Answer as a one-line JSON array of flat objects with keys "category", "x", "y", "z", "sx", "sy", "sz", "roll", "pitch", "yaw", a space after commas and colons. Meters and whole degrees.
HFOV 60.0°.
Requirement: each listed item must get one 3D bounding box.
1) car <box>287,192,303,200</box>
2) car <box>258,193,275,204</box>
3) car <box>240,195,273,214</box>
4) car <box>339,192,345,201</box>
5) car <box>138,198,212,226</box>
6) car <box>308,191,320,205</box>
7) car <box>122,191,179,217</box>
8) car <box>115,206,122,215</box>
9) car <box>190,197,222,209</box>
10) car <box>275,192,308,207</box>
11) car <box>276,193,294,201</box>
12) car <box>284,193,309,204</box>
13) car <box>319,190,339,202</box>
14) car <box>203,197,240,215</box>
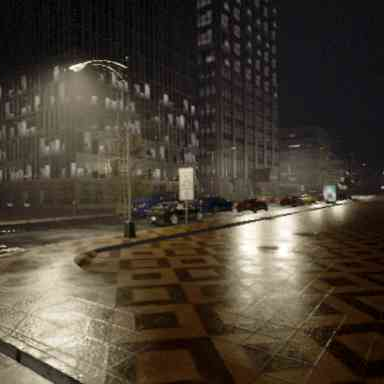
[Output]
[{"category": "car", "x": 20.692, "y": 0.799, "z": 66.624, "sx": 1.967, "sy": 1.590, "sz": 4.097, "roll": 0, "pitch": 0, "yaw": 35}, {"category": "car", "x": 10.106, "y": 0.883, "z": 46.739, "sx": 2.097, "sy": 1.767, "sz": 4.553, "roll": -1, "pitch": 0, "yaw": 35}, {"category": "car", "x": 5.386, "y": 1.186, "z": 29.877, "sx": 1.802, "sy": 1.307, "sz": 4.206, "roll": 0, "pitch": 0, "yaw": 35}, {"category": "car", "x": 24.403, "y": 0.604, "z": 57.277, "sx": 2.192, "sy": 1.841, "sz": 5.009, "roll": 0, "pitch": 0, "yaw": 35}, {"category": "car", "x": -0.954, "y": 1.260, "z": 20.743, "sx": 2.008, "sy": 1.369, "sz": 4.403, "roll": 0, "pitch": 0, "yaw": 35}, {"category": "car", "x": 14.993, "y": 0.970, "z": 43.716, "sx": 1.752, "sy": 1.417, "sz": 4.829, "roll": 0, "pitch": 0, "yaw": 35}, {"category": "car", "x": -2.873, "y": 0.968, "z": 28.146, "sx": 2.150, "sy": 2.045, "sz": 5.566, "roll": -1, "pitch": 0, "yaw": 34}, {"category": "car", "x": -4.764, "y": 1.307, "z": 29.949, "sx": 1.752, "sy": 1.417, "sz": 4.829, "roll": 0, "pitch": 0, "yaw": 35}, {"category": "car", "x": 1.673, "y": 1.256, "z": 39.223, "sx": 1.802, "sy": 1.307, "sz": 4.206, "roll": 0, "pitch": 0, "yaw": 35}, {"category": "car", "x": 11.726, "y": 1.044, "z": 39.011, "sx": 1.887, "sy": 1.381, "sz": 4.507, "roll": 0, "pitch": 0, "yaw": 35}, {"category": "car", "x": 17.426, "y": 0.939, "z": 61.918, "sx": 1.752, "sy": 1.417, "sz": 4.829, "roll": 0, "pitch": 0, "yaw": 35}, {"category": "car", "x": 15.482, "y": 0.932, "z": 49.009, "sx": 2.128, "sy": 1.511, "sz": 4.902, "roll": -1, "pitch": 0, "yaw": 35}, {"category": "car", "x": 21.233, "y": 0.656, "z": 52.710, "sx": 2.192, "sy": 1.841, "sz": 5.009, "roll": 0, "pitch": 0, "yaw": 35}, {"category": "car", "x": 2.049, "y": 1.140, "z": 29.647, "sx": 1.882, "sy": 1.535, "sz": 5.008, "roll": -1, "pitch": 0, "yaw": 35}]
